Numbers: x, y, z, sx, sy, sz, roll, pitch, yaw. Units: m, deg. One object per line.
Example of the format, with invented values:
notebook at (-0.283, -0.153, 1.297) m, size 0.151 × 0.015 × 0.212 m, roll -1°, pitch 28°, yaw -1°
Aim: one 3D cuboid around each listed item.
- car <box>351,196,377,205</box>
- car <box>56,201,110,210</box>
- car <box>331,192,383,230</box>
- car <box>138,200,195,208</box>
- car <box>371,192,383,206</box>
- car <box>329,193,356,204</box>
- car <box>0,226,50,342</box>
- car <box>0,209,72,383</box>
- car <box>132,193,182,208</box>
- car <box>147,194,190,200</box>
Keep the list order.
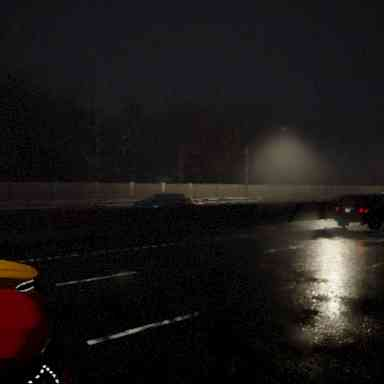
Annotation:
car at (27.967, 1.305, 53.965) m, size 4.181 × 1.385 × 1.994 m, roll 0°, pitch 0°, yaw -35°
car at (-10.241, 1.548, 31.058) m, size 4.718 × 1.301 × 1.895 m, roll 0°, pitch 0°, yaw -35°
car at (10.949, 1.123, 20.288) m, size 5.566 × 2.045 × 2.150 m, roll 0°, pitch 0°, yaw -36°
car at (-1.469, 1.499, 24.415) m, size 4.181 × 1.385 × 1.994 m, roll 0°, pitch 0°, yaw -35°
car at (29.950, 0.965, 51.079) m, size 5.566 × 2.045 × 2.150 m, roll 0°, pitch 0°, yaw -35°
car at (25.700, 1.093, 56.641) m, size 4.553 × 1.767 × 2.097 m, roll 0°, pitch 0°, yaw -35°
car at (-4.885, 1.483, 4.686) m, size 5.008 × 1.535 × 1.882 m, roll 0°, pitch 0°, yaw -36°
car at (-3.436, 1.231, 1.416) m, size 5.566 × 2.045 × 2.150 m, roll 0°, pitch 0°, yaw -36°
car at (-2.943, 1.141, 31.939) m, size 5.566 × 2.045 × 2.150 m, roll 0°, pitch 0°, yaw -35°
car at (-1.877, 1.275, 28.408) m, size 4.553 × 1.767 × 2.097 m, roll -1°, pitch 0°, yaw -35°
